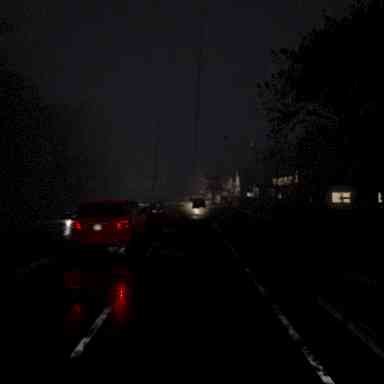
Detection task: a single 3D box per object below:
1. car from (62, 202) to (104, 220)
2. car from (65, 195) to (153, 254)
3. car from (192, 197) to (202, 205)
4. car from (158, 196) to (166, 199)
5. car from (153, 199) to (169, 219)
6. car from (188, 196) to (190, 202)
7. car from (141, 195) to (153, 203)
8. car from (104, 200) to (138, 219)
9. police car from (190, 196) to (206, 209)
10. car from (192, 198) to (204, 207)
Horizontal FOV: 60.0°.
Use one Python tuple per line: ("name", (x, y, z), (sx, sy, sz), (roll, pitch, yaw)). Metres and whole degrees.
("car", (-9.834, 1.653, 30.547), (2.033, 1.411, 5.357), (0, 0, 0))
("car", (-3.148, 1.274, 13.799), (2.150, 2.045, 5.566), (0, 0, 0))
("car", (0.994, 1.706, 63.220), (1.837, 1.490, 4.892), (0, 0, 0))
("car", (-6.476, 1.647, 71.902), (1.994, 1.385, 4.181), (0, 0, 0))
("car", (-3.141, 1.653, 30.203), (2.033, 1.411, 5.357), (0, 0, 0))
("car", (0.025, 1.664, 80.849), (2.033, 1.411, 5.357), (0, 0, 0))
("car", (-9.727, 1.450, 71.933), (2.097, 1.767, 4.553), (0, 0, 0))
("car", (-6.577, 1.601, 31.290), (2.128, 1.511, 4.902), (0, 0, 0))
("police car", (0.990, 1.582, 47.330), (1.930, 1.638, 5.238), (0, 0, 0))
("car", (0.993, 1.711, 57.220), (1.812, 1.442, 4.674), (0, 0, 0))
